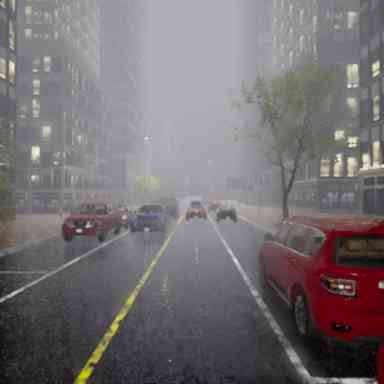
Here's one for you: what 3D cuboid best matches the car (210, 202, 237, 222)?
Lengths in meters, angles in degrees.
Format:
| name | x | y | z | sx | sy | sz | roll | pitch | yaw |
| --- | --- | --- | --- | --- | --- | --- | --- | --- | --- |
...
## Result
| name | x | y | z | sx | sy | sz | roll | pitch | yaw |
| --- | --- | --- | --- | --- | --- | --- | --- | --- | --- |
| car | 2.887 | 1.833 | 28.732 | 2.008 | 1.369 | 4.403 | 0 | -1 | 1 |

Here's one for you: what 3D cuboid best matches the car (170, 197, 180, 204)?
| name | x | y | z | sx | sy | sz | roll | pitch | yaw |
| --- | --- | --- | --- | --- | --- | --- | --- | --- | --- |
| car | -4.344 | 2.130 | 84.406 | 2.192 | 1.841 | 5.009 | 0 | -1 | 1 |

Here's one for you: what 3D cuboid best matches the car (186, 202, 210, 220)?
| name | x | y | z | sx | sy | sz | roll | pitch | yaw |
| --- | --- | --- | --- | --- | --- | --- | --- | --- | --- |
| car | 0.420 | 1.901 | 31.142 | 1.895 | 1.301 | 4.718 | 0 | -1 | 1 |

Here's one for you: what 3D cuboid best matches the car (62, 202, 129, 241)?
| name | x | y | z | sx | sy | sz | roll | pitch | yaw |
| --- | --- | --- | --- | --- | --- | --- | --- | --- | --- |
| car | -5.123 | 1.472 | 17.710 | 2.192 | 1.841 | 5.009 | 0 | -1 | 1 |

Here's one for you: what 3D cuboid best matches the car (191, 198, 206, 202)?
| name | x | y | z | sx | sy | sz | roll | pitch | yaw |
| --- | --- | --- | --- | --- | --- | --- | --- | --- | --- |
| car | 0.554 | 1.904 | 44.059 | 1.882 | 1.535 | 5.008 | 0 | 0 | 1 |

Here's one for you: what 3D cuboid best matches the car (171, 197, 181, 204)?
| name | x | y | z | sx | sy | sz | roll | pitch | yaw |
| --- | --- | --- | --- | --- | --- | --- | --- | --- | --- |
| car | -4.278 | 2.186 | 89.964 | 2.192 | 1.841 | 5.009 | 0 | -1 | 1 |

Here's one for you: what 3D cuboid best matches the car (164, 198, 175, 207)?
| name | x | y | z | sx | sy | sz | roll | pitch | yaw |
| --- | --- | --- | --- | --- | --- | --- | --- | --- | --- |
| car | -4.538 | 2.089 | 67.731 | 1.967 | 1.590 | 4.097 | 0 | -1 | 1 |

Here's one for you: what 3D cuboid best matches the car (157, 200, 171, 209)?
| name | x | y | z | sx | sy | sz | roll | pitch | yaw |
| --- | --- | --- | --- | --- | --- | --- | --- | --- | --- |
| car | -4.668 | 2.089 | 56.614 | 2.008 | 1.369 | 4.403 | 0 | -1 | 1 |

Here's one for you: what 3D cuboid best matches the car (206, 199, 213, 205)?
| name | x | y | z | sx | sy | sz | roll | pitch | yaw |
| --- | --- | --- | --- | --- | --- | --- | --- | --- | --- |
| car | 3.081 | 1.991 | 45.406 | 1.887 | 1.381 | 4.507 | 0 | -1 | 1 |

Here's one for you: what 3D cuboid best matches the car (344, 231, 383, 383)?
| name | x | y | z | sx | sy | sz | roll | pitch | yaw |
| --- | --- | --- | --- | --- | --- | --- | --- | --- | --- |
| car | 2.673 | 1.332 | 0.946 | 2.192 | 1.841 | 5.009 | 0 | -1 | 1 |

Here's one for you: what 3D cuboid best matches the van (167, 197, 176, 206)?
| name | x | y | z | sx | sy | sz | roll | pitch | yaw |
| --- | --- | --- | --- | --- | --- | --- | --- | --- | --- |
| van | -4.474 | 2.045 | 73.290 | 1.690 | 1.788 | 3.998 | 0 | -1 | 1 |

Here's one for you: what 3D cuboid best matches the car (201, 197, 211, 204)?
| name | x | y | z | sx | sy | sz | roll | pitch | yaw |
| --- | --- | --- | --- | --- | --- | --- | --- | --- | --- |
| car | 3.536 | 2.149 | 84.314 | 2.192 | 1.841 | 5.009 | 0 | -1 | 1 |

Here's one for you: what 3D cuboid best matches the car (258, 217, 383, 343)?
| name | x | y | z | sx | sy | sz | roll | pitch | yaw |
| --- | --- | --- | --- | --- | --- | --- | --- | --- | --- |
| car | 2.642 | 1.384 | 6.504 | 2.192 | 1.841 | 5.009 | 0 | -1 | 1 |

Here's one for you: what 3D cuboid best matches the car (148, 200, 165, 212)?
| name | x | y | z | sx | sy | sz | roll | pitch | yaw |
| --- | --- | --- | --- | --- | --- | --- | --- | --- | --- |
| car | -4.798 | 1.868 | 45.499 | 1.967 | 1.590 | 4.097 | 0 | -1 | 1 |

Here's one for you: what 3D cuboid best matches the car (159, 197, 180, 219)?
| name | x | y | z | sx | sy | sz | roll | pitch | yaw |
| --- | --- | --- | --- | --- | --- | --- | --- | --- | --- |
| car | -2.385 | 1.529 | 32.484 | 2.150 | 2.045 | 5.566 | 0 | -1 | 1 |

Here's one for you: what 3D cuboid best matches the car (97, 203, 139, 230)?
| name | x | y | z | sx | sy | sz | roll | pitch | yaw |
| --- | --- | --- | --- | --- | --- | --- | --- | --- | --- |
| car | -5.058 | 1.651 | 23.267 | 1.967 | 1.590 | 4.097 | 0 | -1 | 1 |

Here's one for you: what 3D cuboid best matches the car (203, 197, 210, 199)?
| name | x | y | z | sx | sy | sz | roll | pitch | yaw |
| --- | --- | --- | --- | --- | --- | --- | --- | --- | --- |
| car | 3.406 | 2.273 | 73.196 | 2.008 | 1.369 | 4.403 | 0 | -1 | 1 |

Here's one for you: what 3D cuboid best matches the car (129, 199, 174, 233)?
| name | x | y | z | sx | sy | sz | roll | pitch | yaw |
| --- | --- | --- | --- | --- | --- | --- | --- | --- | --- |
| car | -2.522 | 1.545 | 21.010 | 2.097 | 1.767 | 4.553 | 0 | 0 | 1 |
